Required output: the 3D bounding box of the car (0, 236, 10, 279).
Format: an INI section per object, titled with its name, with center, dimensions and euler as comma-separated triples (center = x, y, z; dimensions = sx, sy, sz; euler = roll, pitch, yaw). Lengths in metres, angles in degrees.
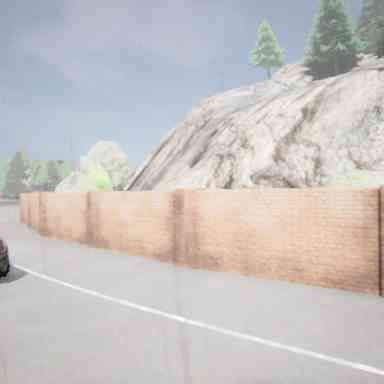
[car]
center = -6.964, 1.465, 9.494
dimensions = 4.553, 1.767, 2.097
euler = -1, -1, 44
